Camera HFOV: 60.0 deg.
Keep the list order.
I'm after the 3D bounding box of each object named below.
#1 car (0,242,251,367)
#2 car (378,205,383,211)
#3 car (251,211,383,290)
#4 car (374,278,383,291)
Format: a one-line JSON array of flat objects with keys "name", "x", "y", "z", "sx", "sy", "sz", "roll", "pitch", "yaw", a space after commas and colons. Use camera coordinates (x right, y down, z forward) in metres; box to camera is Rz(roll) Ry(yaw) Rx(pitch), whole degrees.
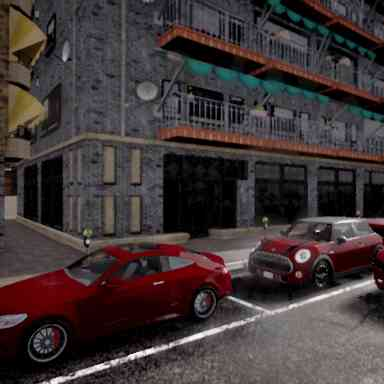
[{"name": "car", "x": -1.180, "y": 1.580, "z": 5.718, "sx": 4.206, "sy": 1.307, "sz": 1.802, "roll": 0, "pitch": 0, "yaw": -36}, {"name": "car", "x": 8.027, "y": 1.309, "z": 12.314, "sx": 5.009, "sy": 1.841, "sz": 2.192, "roll": 0, "pitch": 0, "yaw": -36}, {"name": "car", "x": 3.423, "y": 1.436, "z": 9.016, "sx": 4.097, "sy": 1.590, "sz": 1.967, "roll": 0, "pitch": 0, "yaw": -36}, {"name": "car", "x": 6.209, "y": 1.473, "z": 7.835, "sx": 5.008, "sy": 1.535, "sz": 1.882, "roll": 0, "pitch": 0, "yaw": -36}]
